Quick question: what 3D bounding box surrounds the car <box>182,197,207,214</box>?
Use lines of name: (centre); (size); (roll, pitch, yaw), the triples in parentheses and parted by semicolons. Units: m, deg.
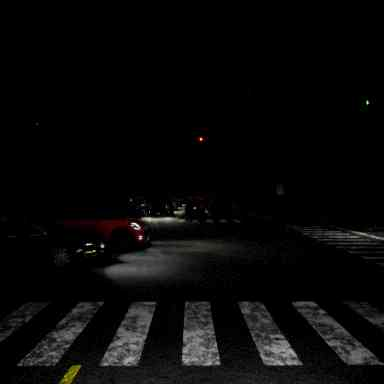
car: (0.299, 1.566, 35.230); (1.994, 1.385, 4.181); (0, 0, 1)

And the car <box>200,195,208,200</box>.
car: (3.226, 1.557, 90.013); (1.947, 1.339, 4.313); (0, 0, 0)

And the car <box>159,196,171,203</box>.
car: (-5.441, 1.566, 67.382); (1.947, 1.339, 4.313); (0, 0, 0)

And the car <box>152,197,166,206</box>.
car: (-5.512, 1.568, 56.045); (1.947, 1.339, 4.313); (0, 0, 0)

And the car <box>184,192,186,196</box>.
car: (-2.666, 1.353, 62.362); (2.097, 1.767, 4.553); (0, 0, 1)

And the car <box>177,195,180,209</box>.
car: (-2.840, 1.480, 42.009); (1.882, 1.535, 5.008); (0, 0, 1)

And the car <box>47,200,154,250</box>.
car: (-4.094, 1.348, 13.872); (4.553, 1.767, 2.097); (0, 0, 0)

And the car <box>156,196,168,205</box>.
car: (-5.478, 1.527, 61.543); (1.752, 1.417, 4.829); (0, 0, 0)

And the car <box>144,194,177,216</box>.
car: (-2.944, 1.354, 32.071); (2.097, 1.767, 4.553); (0, 0, 2)

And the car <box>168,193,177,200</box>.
car: (-5.299, 1.306, 90.055); (2.192, 1.841, 5.009); (0, 0, 0)

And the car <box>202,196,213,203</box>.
car: (3.085, 1.551, 67.336); (2.008, 1.369, 4.403); (0, 0, 0)

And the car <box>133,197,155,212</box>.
car: (-5.619, 1.442, 39.041); (1.967, 1.590, 4.097); (0, 0, 0)

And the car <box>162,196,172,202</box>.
car: (-5.406, 1.543, 73.049); (1.887, 1.381, 4.507); (0, 0, 0)

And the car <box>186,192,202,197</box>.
car: (0.393, 1.223, 63.387); (2.150, 2.045, 5.566); (0, 0, 0)

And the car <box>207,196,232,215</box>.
car: (2.871, 1.442, 33.321); (1.967, 1.590, 4.097); (0, 0, 0)

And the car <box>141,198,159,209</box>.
car: (-5.583, 1.569, 44.709); (1.947, 1.339, 4.313); (0, 0, 0)

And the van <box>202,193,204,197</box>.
van: (3.013, 1.344, 55.998); (1.690, 1.788, 3.998); (0, 0, 0)

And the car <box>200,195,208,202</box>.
car: (2.843, 1.453, 79.507); (1.801, 1.575, 5.366); (0, 0, 0)

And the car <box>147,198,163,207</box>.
car: (-5.548, 1.585, 50.377); (1.802, 1.307, 4.206); (0, 0, 0)

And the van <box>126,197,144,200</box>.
van: (-5.654, 1.343, 33.372); (1.690, 1.788, 3.998); (0, 0, 0)

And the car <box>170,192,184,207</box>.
car: (-2.772, 1.224, 52.136); (2.150, 2.045, 5.566); (0, 0, 1)

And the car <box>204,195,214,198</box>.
car: (2.942, 1.443, 44.659); (1.967, 1.590, 4.097); (0, 0, 0)

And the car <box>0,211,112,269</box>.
car: (-5.301, 1.504, 10.617); (4.892, 1.490, 1.837); (0, 0, 0)
